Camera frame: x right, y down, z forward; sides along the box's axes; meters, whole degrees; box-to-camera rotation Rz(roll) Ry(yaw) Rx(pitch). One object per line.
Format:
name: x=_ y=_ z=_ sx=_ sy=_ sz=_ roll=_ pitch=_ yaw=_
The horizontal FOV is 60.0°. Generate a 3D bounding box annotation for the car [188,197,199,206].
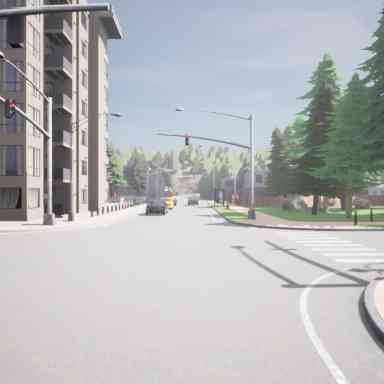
car: x=0.185 y=1.547 z=55.689 sx=2.033 sy=1.411 sz=5.357 roll=0 pitch=0 yaw=0

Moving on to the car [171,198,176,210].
car: x=-3.447 y=1.478 z=43.469 sx=1.882 sy=1.535 sz=5.008 roll=0 pitch=0 yaw=0

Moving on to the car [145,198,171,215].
car: x=-3.489 y=1.478 z=33.508 sx=1.882 sy=1.535 sz=5.008 roll=0 pitch=0 yaw=0
